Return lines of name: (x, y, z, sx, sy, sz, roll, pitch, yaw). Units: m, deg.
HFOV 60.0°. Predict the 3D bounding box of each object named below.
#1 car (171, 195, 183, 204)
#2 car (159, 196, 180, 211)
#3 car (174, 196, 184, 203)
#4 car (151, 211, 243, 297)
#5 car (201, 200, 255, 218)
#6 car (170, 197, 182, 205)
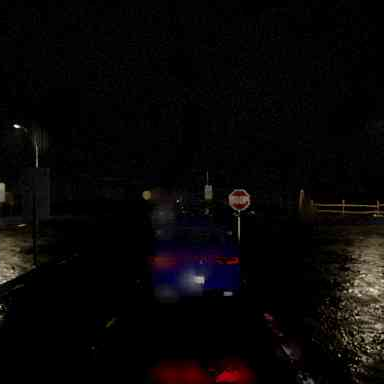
car: (-2.849, 1.312, 50.034, 2.097, 1.767, 4.553, 0, 0, 0)
car: (-2.854, 1.537, 40.101, 1.994, 1.385, 4.181, 0, 0, 0)
car: (-2.777, 1.525, 70.303, 1.895, 1.301, 4.718, 0, 0, 0)
car: (0.086, 1.475, 8.627, 1.882, 1.535, 5.008, 0, 0, 0)
car: (3.071, 1.457, 28.923, 4.892, 1.490, 1.837, -1, 2, 34)
car: (-2.842, 1.547, 59.979, 1.895, 1.301, 4.718, 0, 0, 0)
